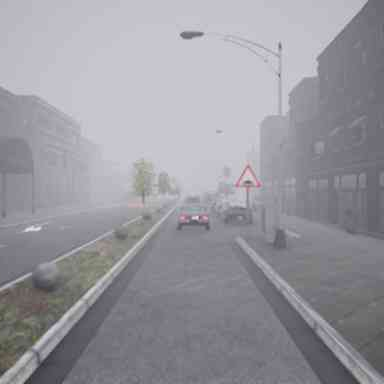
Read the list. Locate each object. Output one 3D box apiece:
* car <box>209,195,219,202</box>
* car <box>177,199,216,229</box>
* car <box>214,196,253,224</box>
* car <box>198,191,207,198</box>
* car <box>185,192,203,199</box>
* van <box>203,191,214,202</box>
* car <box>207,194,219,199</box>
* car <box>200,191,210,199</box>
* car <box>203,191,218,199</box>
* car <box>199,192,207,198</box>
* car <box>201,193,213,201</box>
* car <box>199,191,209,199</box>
[{"bbox_3d":[2.988,1.256,28.709,2.231,1.521,4.892,0,0,0],"label":"car"},{"bbox_3d":[0.088,1.395,20.087,2.033,1.411,5.357,0,0,0],"label":"car"},{"bbox_3d":[2.990,1.304,23.061,2.231,1.521,4.892,0,0,0],"label":"car"},{"bbox_3d":[2.966,0.687,94.939,2.185,1.767,4.553,0,0,0],"label":"car"},{"bbox_3d":[0.088,0.978,42.904,1.837,1.490,4.892,0,2,0],"label":"car"},{"bbox_3d":[2.977,0.738,61.834,1.878,1.987,4.442,0,0,0],"label":"van"},{"bbox_3d":[2.986,1.234,34.266,2.163,1.488,4.792,0,1,0],"label":"car"},{"bbox_3d":[2.971,0.747,78.249,2.185,1.767,4.553,0,0,0],"label":"car"},{"bbox_3d":[2.981,0.800,50.704,2.435,2.045,5.566,0,1,0],"label":"car"},{"bbox_3d":[2.968,0.871,89.447,2.002,1.452,4.674,0,0,0],"label":"car"},{"bbox_3d":[2.976,0.930,67.233,2.231,1.521,4.892,0,0,0],"label":"car"},{"bbox_3d":[2.970,0.724,83.770,2.185,1.767,4.553,0,0,0],"label":"car"}]
